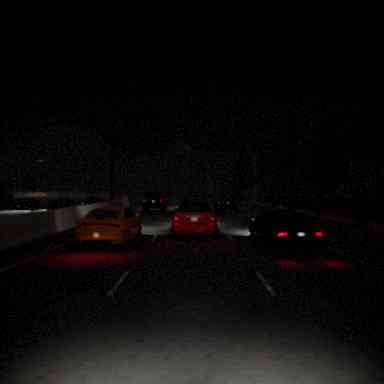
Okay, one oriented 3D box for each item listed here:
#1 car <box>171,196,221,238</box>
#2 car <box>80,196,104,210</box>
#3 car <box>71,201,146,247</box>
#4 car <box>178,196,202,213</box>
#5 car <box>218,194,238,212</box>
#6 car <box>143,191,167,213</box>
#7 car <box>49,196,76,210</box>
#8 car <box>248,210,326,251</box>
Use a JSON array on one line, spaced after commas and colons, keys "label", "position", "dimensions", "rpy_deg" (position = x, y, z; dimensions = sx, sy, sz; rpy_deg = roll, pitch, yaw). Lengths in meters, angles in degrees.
[{"label": "car", "position": [0.102, 1.206, 16.834], "dimensions": [2.097, 1.767, 4.553], "rpy_deg": [0, 0, 0]}, {"label": "car", "position": [-11.350, 1.196, 37.966], "dimensions": [1.812, 1.442, 4.674], "rpy_deg": [0, 0, -7]}, {"label": "car", "position": [-3.398, 1.353, 14.265], "dimensions": [1.882, 1.535, 5.008], "rpy_deg": [0, 1, 0]}, {"label": "car", "position": [-0.272, 1.198, 33.863], "dimensions": [2.128, 1.511, 4.902], "rpy_deg": [0, 0, -4]}, {"label": "car", "position": [3.244, 1.061, 33.582], "dimensions": [2.097, 1.767, 4.553], "rpy_deg": [0, 0, -4]}, {"label": "car", "position": [-3.689, 0.935, 33.044], "dimensions": [2.150, 2.045, 5.566], "rpy_deg": [0, 0, -3]}, {"label": "car", "position": [-14.989, 1.228, 38.773], "dimensions": [1.994, 1.385, 4.181], "rpy_deg": [0, 0, -8]}, {"label": "car", "position": [3.602, 1.430, 13.474], "dimensions": [2.033, 1.411, 5.357], "rpy_deg": [0, 0, 0]}]
